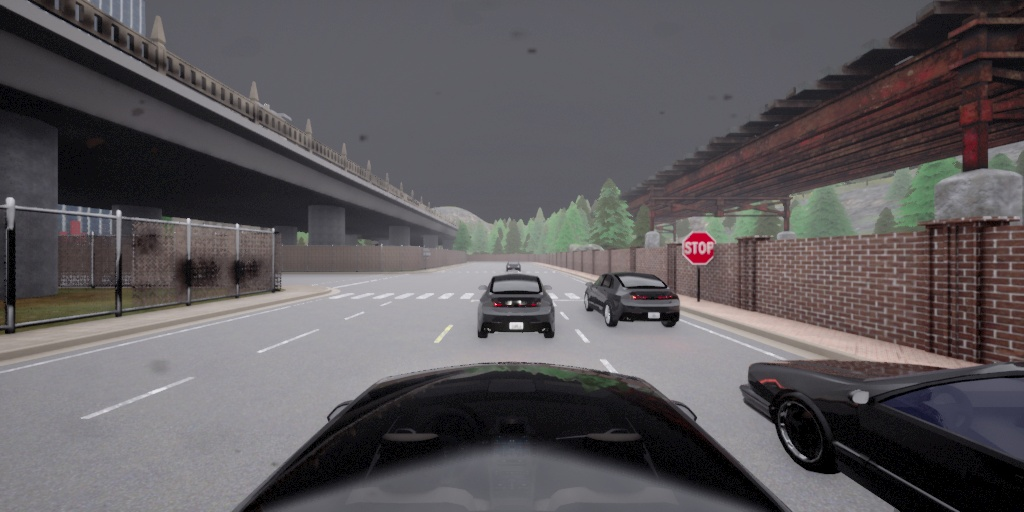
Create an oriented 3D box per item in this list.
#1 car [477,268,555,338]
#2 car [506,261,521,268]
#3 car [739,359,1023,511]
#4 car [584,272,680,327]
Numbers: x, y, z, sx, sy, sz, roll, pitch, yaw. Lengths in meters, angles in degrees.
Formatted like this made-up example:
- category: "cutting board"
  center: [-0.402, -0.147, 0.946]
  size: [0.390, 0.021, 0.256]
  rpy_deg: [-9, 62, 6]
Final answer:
- category: "car"
  center: [0.096, 1.253, 10.126]
  size: [1.837, 1.490, 4.892]
  rpy_deg: [0, 0, 0]
- category: "car"
  center: [0.169, 1.342, 46.367]
  size: [1.895, 1.301, 4.718]
  rpy_deg: [0, 0, -1]
- category: "car"
  center: [3.600, 1.297, 1.741]
  size: [2.033, 1.411, 5.357]
  rpy_deg: [0, 0, 0]
- category: "car"
  center: [3.597, 1.253, 11.487]
  size: [1.837, 1.490, 4.892]
  rpy_deg: [0, 0, 0]
